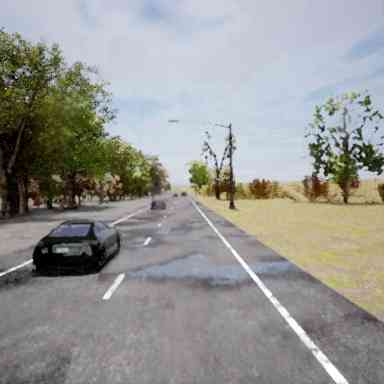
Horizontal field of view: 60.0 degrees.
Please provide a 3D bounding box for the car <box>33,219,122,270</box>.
[{"bbox_3d":[-3.709,1.621,11.426,1.994,1.385,4.181,-1,0,-1],"label":"car"}]

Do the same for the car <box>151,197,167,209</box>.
[{"bbox_3d":[-4.531,1.497,45.665,2.128,1.511,4.902,-1,0,-1],"label":"car"}]
